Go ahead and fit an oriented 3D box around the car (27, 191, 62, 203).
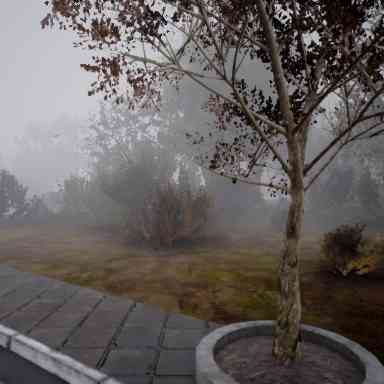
[{"bbox_3d":[-18.335,0.941,41.832,2.150,2.045,5.566,1,0,32],"label":"car"}]
